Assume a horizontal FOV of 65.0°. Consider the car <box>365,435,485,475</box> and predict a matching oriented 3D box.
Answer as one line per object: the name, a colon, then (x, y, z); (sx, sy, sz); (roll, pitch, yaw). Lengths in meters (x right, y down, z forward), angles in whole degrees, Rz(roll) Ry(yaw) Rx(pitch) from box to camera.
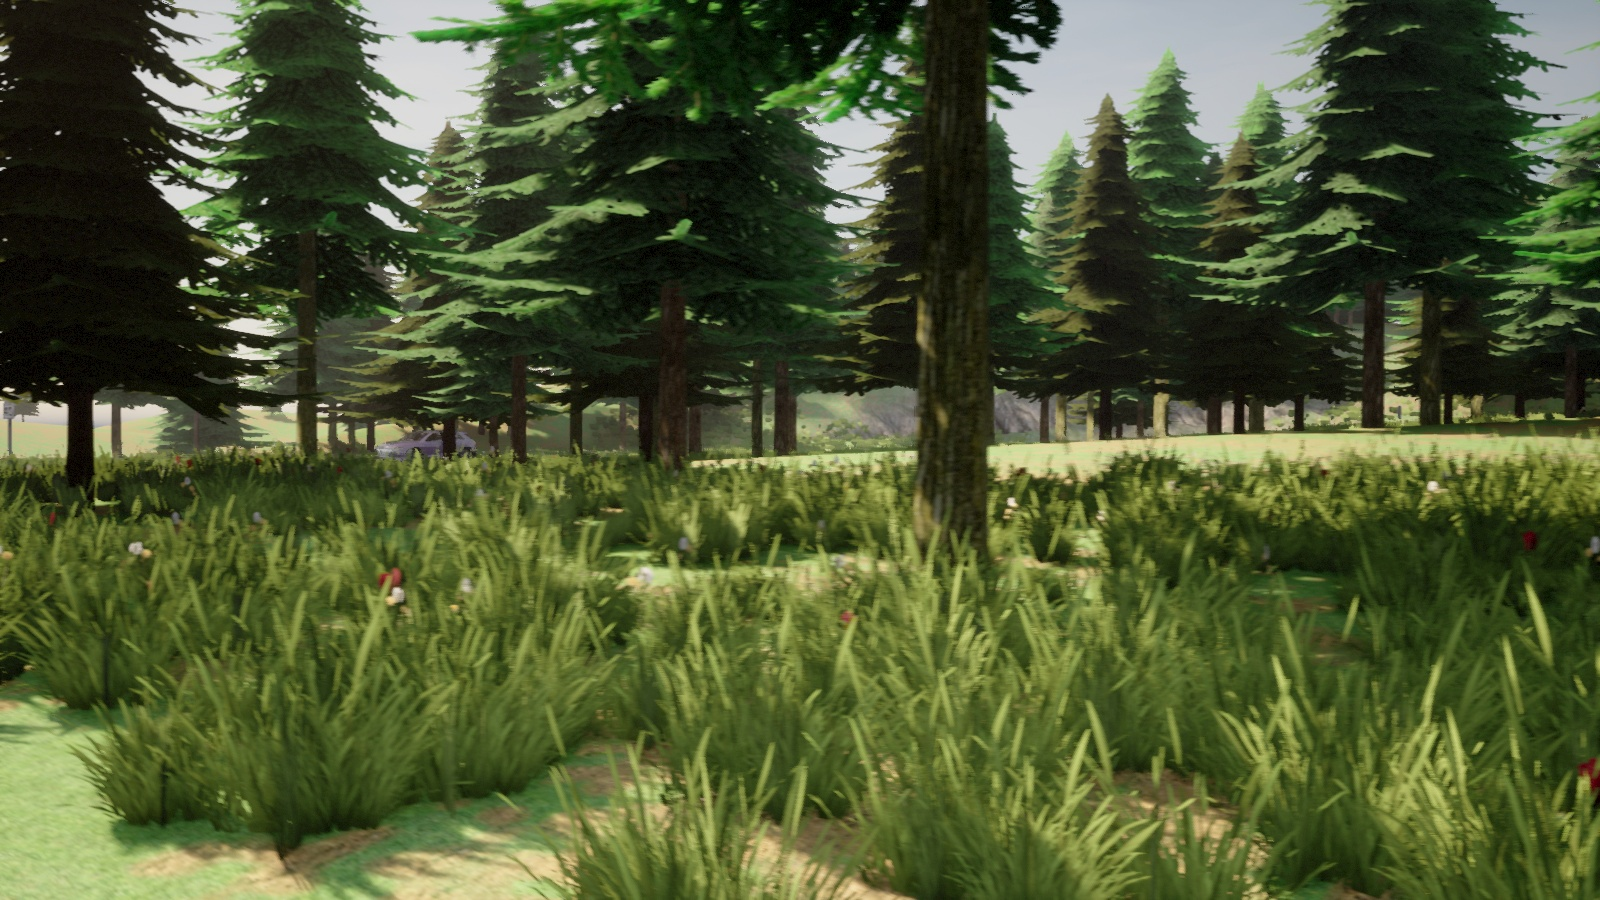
car: (-16.434, 0.196, 55.296); (2.033, 1.649, 4.856); (0, 1, 33)
